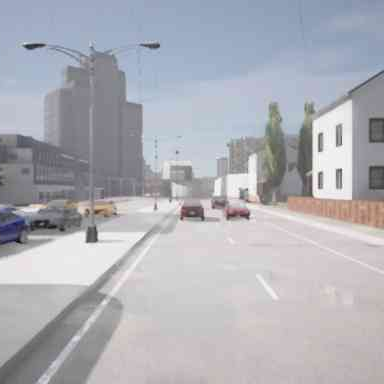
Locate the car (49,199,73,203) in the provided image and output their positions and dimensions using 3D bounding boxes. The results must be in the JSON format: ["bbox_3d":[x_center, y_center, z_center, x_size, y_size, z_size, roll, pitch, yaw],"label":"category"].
[{"bbox_3d":[-11.504,1.404,28.957,1.882,1.535,5.008,0,0,0],"label":"car"}]

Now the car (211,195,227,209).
[{"bbox_3d":[3.589,1.238,44.061,2.097,1.767,4.553,0,0,0],"label":"car"}]

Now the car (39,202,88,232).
[{"bbox_3d":[-7.991,1.522,19.664,1.994,1.385,4.181,0,0,0],"label":"car"}]

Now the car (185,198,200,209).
[{"bbox_3d":[0.087,1.490,43.688,1.895,1.301,4.718,0,0,0],"label":"car"}]

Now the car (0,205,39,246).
[{"bbox_3d":[-8.086,1.445,12.712,1.882,1.535,5.008,0,1,0],"label":"car"}]

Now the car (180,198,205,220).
[{"bbox_3d":[0.028,1.408,27.259,1.882,1.535,5.008,0,0,0],"label":"car"}]

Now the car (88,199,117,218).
[{"bbox_3d":[-7.999,1.403,29.590,1.882,1.535,5.008,0,0,0],"label":"car"}]

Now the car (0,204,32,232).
[{"bbox_3d":[-11.491,1.496,19.666,1.812,1.442,4.674,0,0,0],"label":"car"}]

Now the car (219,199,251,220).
[{"bbox_3d":[3.524,1.531,27.301,1.895,1.301,4.718,0,0,0],"label":"car"}]
